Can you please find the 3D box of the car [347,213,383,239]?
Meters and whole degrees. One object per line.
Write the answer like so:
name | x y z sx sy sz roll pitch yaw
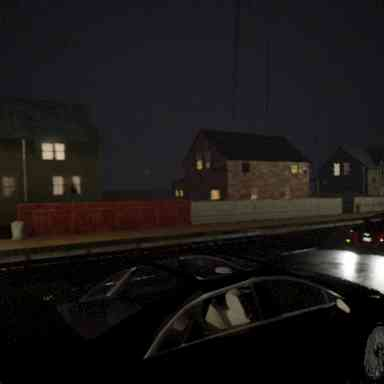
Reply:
car | 7.981 1.531 13.239 4.181 1.385 1.994 0 0 -35

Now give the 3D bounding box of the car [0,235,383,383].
car | 0.443 1.484 3.753 4.902 1.511 2.128 0 0 -35
